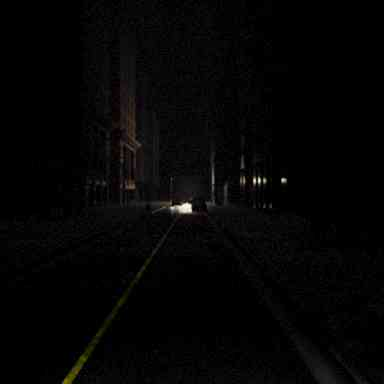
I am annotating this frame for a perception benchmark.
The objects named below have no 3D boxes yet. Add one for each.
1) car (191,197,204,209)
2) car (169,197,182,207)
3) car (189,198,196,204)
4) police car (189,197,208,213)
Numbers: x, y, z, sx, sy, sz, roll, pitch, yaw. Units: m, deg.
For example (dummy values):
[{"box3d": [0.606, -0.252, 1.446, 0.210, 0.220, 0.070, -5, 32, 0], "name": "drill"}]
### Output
[{"box3d": [0.973, 1.844, 58.981, 2.150, 2.045, 5.566, 0, -1, 0], "name": "car"}, {"box3d": [-2.944, 2.187, 64.536, 1.837, 1.490, 4.892, 0, -1, 1], "name": "car"}, {"box3d": [0.116, 2.485, 94.048, 2.033, 1.411, 5.357, 0, -1, 0], "name": "car"}, {"box3d": [0.953, 1.858, 43.059, 1.930, 1.638, 5.238, 0, -1, 0], "name": "police car"}]
